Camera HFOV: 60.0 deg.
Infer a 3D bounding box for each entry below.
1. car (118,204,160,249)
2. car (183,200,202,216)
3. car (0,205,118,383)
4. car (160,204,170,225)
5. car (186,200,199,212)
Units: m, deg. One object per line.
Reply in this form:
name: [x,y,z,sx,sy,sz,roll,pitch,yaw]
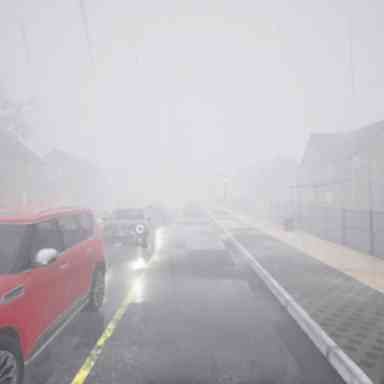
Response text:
car: [-2.829,1.465,15.036,2.097,1.767,4.553,0,0,0]
car: [0.048,1.878,36.560,1.994,1.385,4.181,0,-1,0]
car: [-2.862,1.265,4.878,2.150,2.045,5.566,0,0,1]
car: [-2.806,1.701,25.944,2.128,1.511,4.902,0,-1,0]
car: [0.071,1.951,47.502,1.837,1.490,4.892,0,0,0]
